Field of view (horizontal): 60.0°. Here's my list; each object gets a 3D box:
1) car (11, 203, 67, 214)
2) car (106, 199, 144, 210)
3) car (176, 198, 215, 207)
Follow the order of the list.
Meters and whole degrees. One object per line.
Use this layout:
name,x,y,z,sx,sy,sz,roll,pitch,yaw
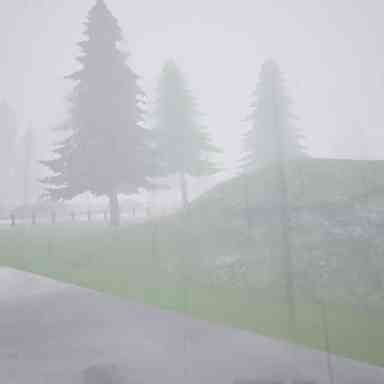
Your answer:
car,-14.148,1.389,31.003,2.128,1.511,4.902,0,0,44
car,-7.516,1.469,37.334,4.181,1.385,1.994,0,0,-40
car,0.543,1.465,43.612,5.357,1.411,2.033,0,0,-35
